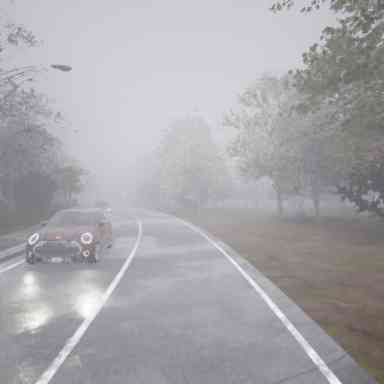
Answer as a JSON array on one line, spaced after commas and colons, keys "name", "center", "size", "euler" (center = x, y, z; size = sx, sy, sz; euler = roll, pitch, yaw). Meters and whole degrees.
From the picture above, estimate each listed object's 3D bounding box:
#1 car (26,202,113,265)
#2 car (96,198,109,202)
[{"name": "car", "center": [-4.180, 1.424, 12.034], "size": [2.097, 1.767, 4.553], "euler": [0, 0, -5]}, {"name": "car", "center": [-14.317, 1.696, 53.309], "size": [1.837, 1.490, 4.892], "euler": [2, 0, -22]}]
